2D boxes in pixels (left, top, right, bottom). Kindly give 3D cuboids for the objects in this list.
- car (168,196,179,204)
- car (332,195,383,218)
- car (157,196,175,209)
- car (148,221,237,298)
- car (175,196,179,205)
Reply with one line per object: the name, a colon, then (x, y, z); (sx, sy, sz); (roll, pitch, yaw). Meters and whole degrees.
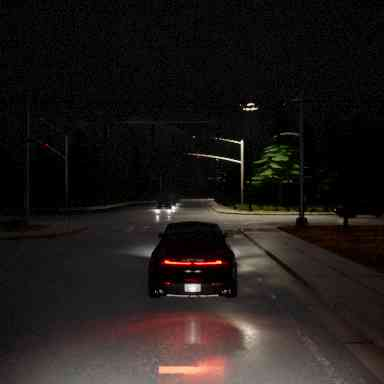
car: (-3.556, 1.505, 65.830); (1.837, 1.490, 4.892); (0, 0, 1)
car: (15.541, 1.248, 29.668); (5.566, 2.045, 2.150); (0, 0, 1)
car: (-3.685, 1.505, 45.144); (1.837, 1.490, 4.892); (0, 0, 0)
car: (0.031, 1.501, 8.519); (1.837, 1.490, 4.892); (0, 0, 0)
car: (-3.685, 1.601, 55.394); (1.895, 1.301, 4.718); (0, 0, 0)
